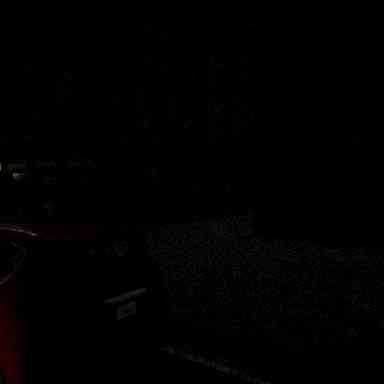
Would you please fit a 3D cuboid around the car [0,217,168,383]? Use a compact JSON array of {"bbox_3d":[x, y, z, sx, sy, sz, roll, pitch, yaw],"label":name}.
[{"bbox_3d":[-2.622,1.294,4.828,5.009,1.841,2.192,0,0,35],"label":"car"}]
